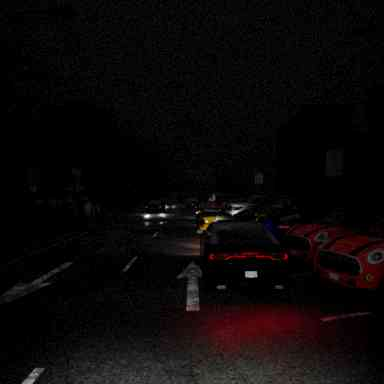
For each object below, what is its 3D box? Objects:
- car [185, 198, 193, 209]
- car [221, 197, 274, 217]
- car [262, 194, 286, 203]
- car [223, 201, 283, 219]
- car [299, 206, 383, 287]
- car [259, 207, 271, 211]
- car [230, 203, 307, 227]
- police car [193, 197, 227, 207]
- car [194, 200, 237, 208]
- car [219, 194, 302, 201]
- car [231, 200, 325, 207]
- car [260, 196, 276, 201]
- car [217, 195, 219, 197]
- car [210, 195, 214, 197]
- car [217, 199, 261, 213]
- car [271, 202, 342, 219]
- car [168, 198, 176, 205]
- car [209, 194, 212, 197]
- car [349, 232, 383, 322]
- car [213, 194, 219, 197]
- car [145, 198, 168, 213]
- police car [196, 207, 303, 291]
[{"bbox_3d":[0.100,1.574,47.140,1.882,1.535,5.008,0,0,1],"label":"car"},{"bbox_3d":[5.383,1.405,32.354,4.553,1.767,2.185,1,0,-20],"label":"car"},{"bbox_3d":[18.467,1.445,75.390,2.435,2.045,5.566,0,0,-21],"label":"car"},{"bbox_3d":[5.377,1.552,29.340,4.792,1.488,2.163,1,0,-20],"label":"car"},{"bbox_3d":[5.355,1.363,8.348,4.553,1.767,2.185,1,0,-20],"label":"car"},{"bbox_3d":[5.339,1.534,14.345,4.674,1.452,2.002,1,0,-20],"label":"car"},{"bbox_3d":[5.350,1.538,23.338,4.792,1.488,2.163,1,0,-20],"label":"car"},{"bbox_3d":[1.227,1.453,25.170,1.930,1.638,5.238,0,0,0],"label":"police car"},{"bbox_3d":[1.207,1.471,19.250,1.801,1.575,5.366,0,0,0],"label":"car"},{"bbox_3d":[5.368,1.264,26.340,5.566,2.045,2.435,1,0,-20],"label":"car"},{"bbox_3d":[5.192,1.497,20.281,5.366,1.575,1.946,1,0,-20],"label":"car"},{"bbox_3d":[21.086,1.794,92.446,2.163,1.488,4.792,0,-1,-21],"label":"car"},{"bbox_3d":[5.394,1.415,35.356,4.553,1.767,2.185,1,0,-20],"label":"car"},{"bbox_3d":[5.444,1.572,44.375,5.008,1.535,2.097,1,0,-20],"label":"car"},{"bbox_3d":[5.436,1.591,38.363,4.674,1.452,2.002,1,0,-20],"label":"car"},{"bbox_3d":[5.365,1.366,11.349,4.553,1.767,2.185,1,0,-20],"label":"car"},{"bbox_3d":[-3.911,1.710,60.485,1.994,1.385,4.181,0,0,0],"label":"car"},{"bbox_3d":[5.483,1.376,59.413,5.566,2.045,2.435,1,0,-20],"label":"car"},{"bbox_3d":[5.286,1.516,5.328,4.792,1.488,2.163,1,0,-20],"label":"car"},{"bbox_3d":[5.478,1.436,41.372,4.553,1.767,2.185,1,0,-20],"label":"car"},{"bbox_3d":[-4.052,1.539,37.330,1.882,1.535,5.008,0,0,0],"label":"car"},{"bbox_3d":[1.177,1.428,9.170,1.930,1.638,5.238,0,0,0],"label":"police car"}]
